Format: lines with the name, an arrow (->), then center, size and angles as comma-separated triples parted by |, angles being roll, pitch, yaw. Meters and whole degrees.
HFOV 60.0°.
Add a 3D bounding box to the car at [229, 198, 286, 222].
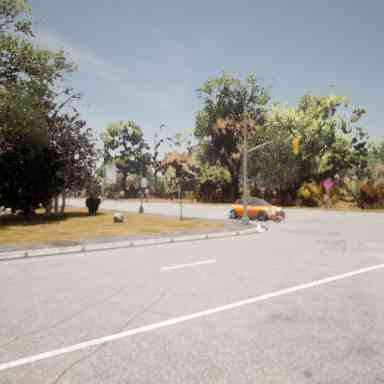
car -> 5.084, 1.322, 26.116 | 2.097, 1.767, 4.553 | 0, 0, -39
